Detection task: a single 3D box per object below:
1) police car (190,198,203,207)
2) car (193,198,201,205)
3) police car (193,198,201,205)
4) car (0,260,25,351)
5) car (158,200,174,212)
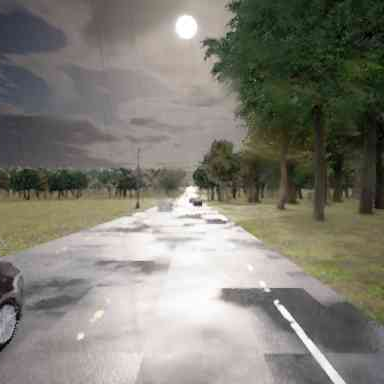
[{"bbox_3d":[1.109,2.046,65.795,1.930,1.638,5.238,0,-1,0],"label":"police car"},{"bbox_3d":[1.118,2.234,75.685,1.882,1.535,5.008,0,-1,0],"label":"car"},{"bbox_3d":[1.123,2.272,81.796,1.930,1.638,5.238,0,-1,0],"label":"police car"},{"bbox_3d":[-3.597,1.523,3.429,1.837,1.490,4.892,0,0,0],"label":"car"},{"bbox_3d":[-3.542,1.865,45.435,2.128,1.511,4.902,0,-1,0],"label":"car"}]
